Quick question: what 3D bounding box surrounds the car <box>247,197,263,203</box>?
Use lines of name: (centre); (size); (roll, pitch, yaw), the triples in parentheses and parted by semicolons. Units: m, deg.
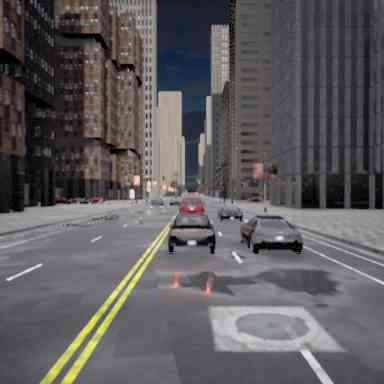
car: (16.649, 2.019, 88.386); (4.097, 1.590, 1.967); (0, 0, 0)

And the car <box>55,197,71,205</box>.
car: (-30.182, 2.060, 76.711); (5.009, 1.841, 2.192); (0, 1, 0)

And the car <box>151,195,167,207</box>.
car: (-6.556, 1.853, 63.774); (2.097, 1.767, 4.553); (0, 0, 0)

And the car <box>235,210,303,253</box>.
car: (3.250, 1.692, 14.294); (1.994, 1.385, 4.181); (0, 0, 0)

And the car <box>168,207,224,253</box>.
car: (0.000, 1.620, 14.290); (2.128, 1.511, 4.902); (0, 0, 0)

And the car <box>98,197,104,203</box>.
car: (-24.761, 2.103, 85.242); (4.097, 1.590, 1.967); (0, 1, 0)

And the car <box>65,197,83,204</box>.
car: (-30.186, 2.122, 85.237); (4.097, 1.590, 1.967); (0, 1, 0)

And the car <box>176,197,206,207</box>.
car: (-0.007, 1.467, 29.010); (2.150, 2.045, 5.566); (0, 0, 0)

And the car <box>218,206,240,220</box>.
car: (3.243, 1.852, 29.093); (1.895, 1.301, 4.718); (0, 0, 0)

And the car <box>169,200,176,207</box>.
car: (-3.308, 2.099, 63.366); (1.895, 1.301, 4.718); (0, 0, 1)

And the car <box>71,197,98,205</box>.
car: (-24.755, 2.292, 76.719); (4.313, 1.339, 1.947); (0, 1, 0)
